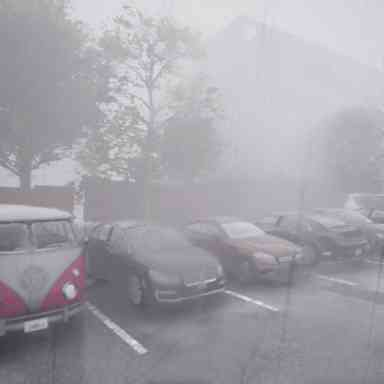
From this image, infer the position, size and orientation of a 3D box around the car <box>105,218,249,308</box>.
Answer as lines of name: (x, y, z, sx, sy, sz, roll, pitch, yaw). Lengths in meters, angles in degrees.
car: (-1.216, 1.458, 8.102, 2.231, 1.521, 4.892, 0, 0, -35)

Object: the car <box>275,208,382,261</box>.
car: (3.243, 1.409, 11.253, 2.231, 1.521, 4.892, -1, 0, -35)

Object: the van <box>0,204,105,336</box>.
van: (-3.424, 1.251, 6.383, 1.878, 1.987, 4.442, 0, 0, -35)

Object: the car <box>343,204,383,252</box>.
car: (5.616, 1.383, 12.953, 2.231, 1.521, 4.892, -1, 0, -35)

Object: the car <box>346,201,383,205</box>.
car: (7.900, 1.357, 14.560, 2.097, 1.535, 5.008, -1, 0, -35)

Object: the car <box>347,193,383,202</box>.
car: (10.189, 1.081, 16.158, 2.435, 2.045, 5.566, -1, 0, -35)

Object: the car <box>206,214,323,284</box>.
car: (1.062, 1.472, 9.714, 2.002, 1.452, 4.674, -1, 0, -35)
